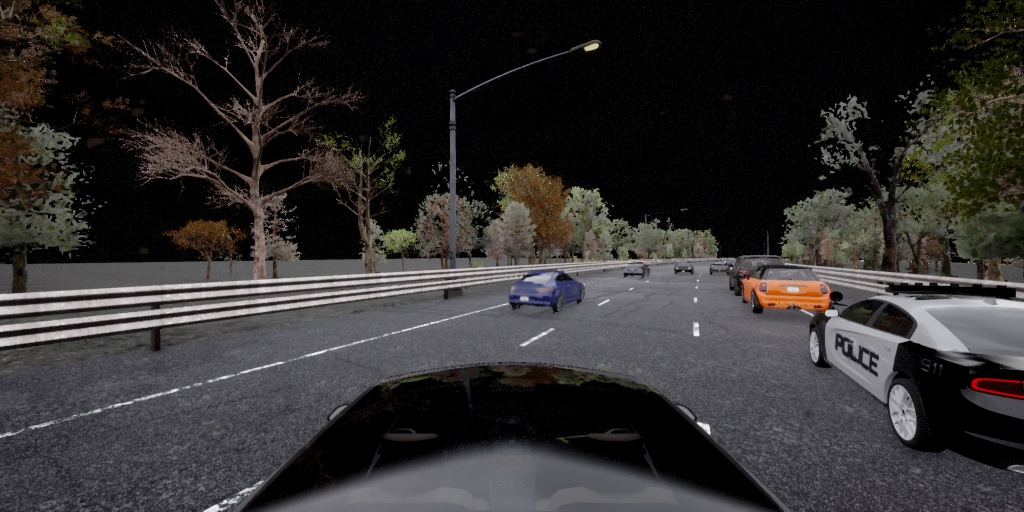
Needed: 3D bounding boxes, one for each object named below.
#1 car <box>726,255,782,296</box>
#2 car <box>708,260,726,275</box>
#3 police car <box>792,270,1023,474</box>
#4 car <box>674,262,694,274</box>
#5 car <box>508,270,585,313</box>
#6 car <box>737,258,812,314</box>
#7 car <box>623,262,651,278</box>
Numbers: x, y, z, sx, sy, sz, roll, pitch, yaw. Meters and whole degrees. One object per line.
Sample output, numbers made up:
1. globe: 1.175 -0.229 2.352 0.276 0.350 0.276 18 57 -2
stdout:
1. car: 12.774 0.978 18.758 2.150 2.045 5.566 0 0 28
2. car: 22.696 1.262 39.216 2.128 1.511 4.902 0 0 30
3. police car: 5.640 1.175 4.751 1.930 1.638 5.238 0 0 26
4. car: 19.542 1.370 40.579 1.895 1.301 4.718 0 0 29
5. car: 1.464 1.276 14.107 1.812 1.442 4.674 0 0 27
6. car: 10.025 1.102 13.443 2.097 1.767 4.553 0 0 27
7. car: 11.883 1.308 33.956 2.033 1.411 5.357 0 0 29
